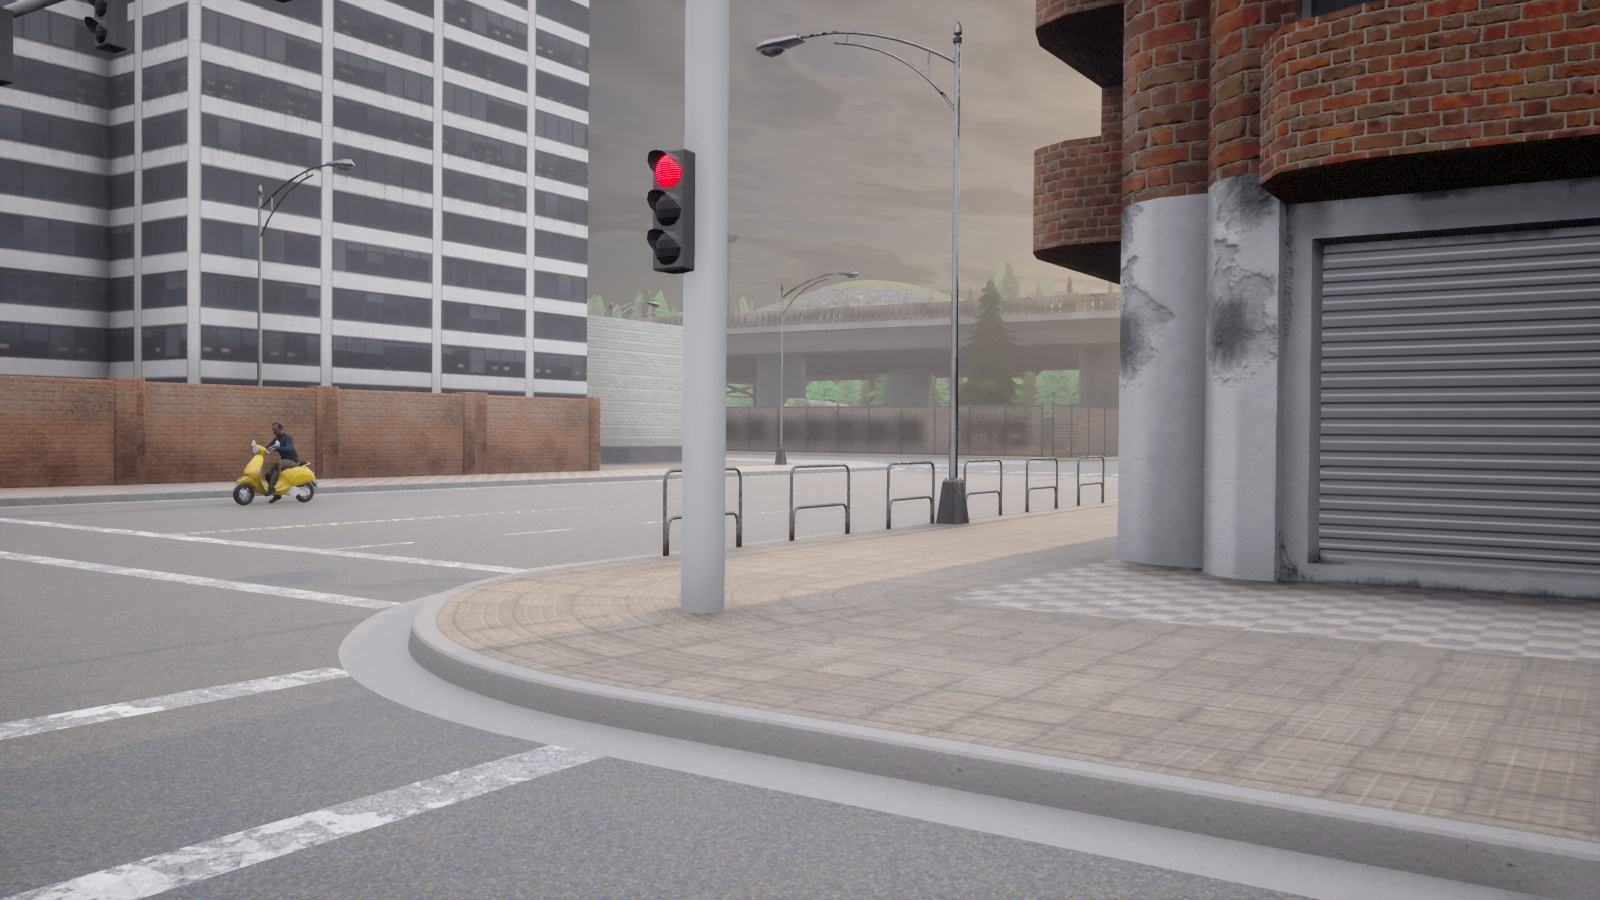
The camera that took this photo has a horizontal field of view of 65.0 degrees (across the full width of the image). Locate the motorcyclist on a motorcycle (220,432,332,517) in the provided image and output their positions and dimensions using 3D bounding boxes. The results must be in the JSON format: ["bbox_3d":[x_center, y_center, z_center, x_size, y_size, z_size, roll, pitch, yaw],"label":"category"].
[{"bbox_3d":[-10.189,0.443,24.478,0.866,1.590,1.817,0,1,33],"label":"motorcyclist on a motorcycle"}]
